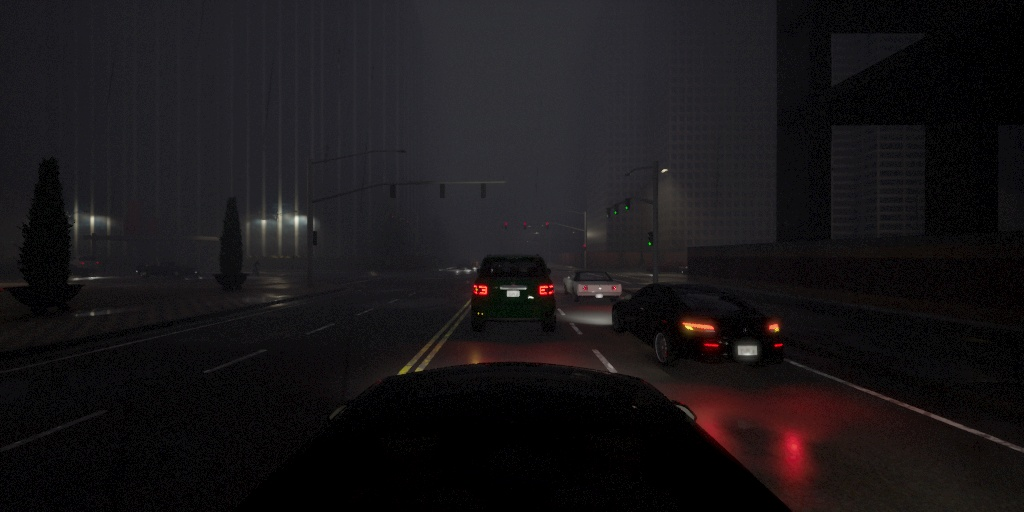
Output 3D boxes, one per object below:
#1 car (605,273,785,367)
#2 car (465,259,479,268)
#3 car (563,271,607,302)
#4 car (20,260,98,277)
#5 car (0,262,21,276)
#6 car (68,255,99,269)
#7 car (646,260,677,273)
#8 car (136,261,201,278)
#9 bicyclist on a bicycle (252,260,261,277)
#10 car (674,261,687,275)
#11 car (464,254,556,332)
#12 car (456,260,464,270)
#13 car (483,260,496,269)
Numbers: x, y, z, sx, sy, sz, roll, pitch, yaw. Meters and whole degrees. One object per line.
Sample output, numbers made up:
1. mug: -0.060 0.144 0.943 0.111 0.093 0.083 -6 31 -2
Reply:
1. car: 3.589 1.276 7.770 1.812 1.442 4.674 0 0 0
2. car: -7.025 1.227 63.065 1.882 1.535 5.008 0 0 0
3. car: 3.593 1.351 16.932 1.895 1.301 4.718 0 0 0
4. car: -41.554 1.314 32.987 4.181 1.385 1.994 0 0 0
5. car: -50.679 1.314 36.566 4.181 1.385 1.994 0 0 3
6. car: -49.788 0.970 40.115 5.566 2.045 2.150 0 0 0
7. car: 17.808 1.227 40.681 5.008 1.535 1.882 0 0 0
8. car: -31.586 1.241 33.034 4.902 1.511 2.128 0 0 0
9. bicyclist on a bicycle: -24.645 1.203 34.554 0.582 1.620 1.656 0 0 -13
10. car: 19.877 1.351 37.168 4.718 1.301 1.895 0 0 1
11. car: 0.057 0.971 11.013 2.150 2.045 5.566 0 0 1
12. car: -7.059 1.275 53.730 1.812 1.442 4.674 0 0 0
13. car: -3.549 1.351 57.510 1.895 1.301 4.718 0 0 0
